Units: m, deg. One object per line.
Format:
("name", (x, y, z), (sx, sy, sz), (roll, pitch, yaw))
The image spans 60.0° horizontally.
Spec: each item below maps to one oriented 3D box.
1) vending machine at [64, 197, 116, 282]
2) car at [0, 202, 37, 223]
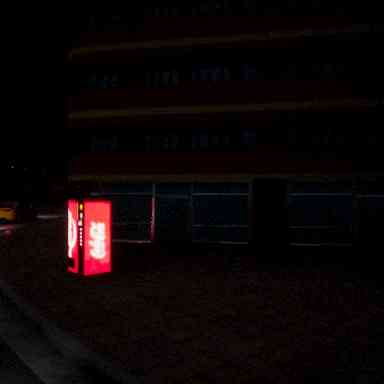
("vending machine", (-2.762, 1.195, 8.985), (1.100, 2.100, 0.880), (0, 0, -38))
("car", (-13.633, 1.478, 25.560), (1.882, 1.535, 5.008), (0, 0, -4))
